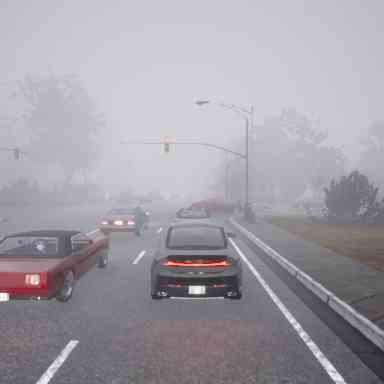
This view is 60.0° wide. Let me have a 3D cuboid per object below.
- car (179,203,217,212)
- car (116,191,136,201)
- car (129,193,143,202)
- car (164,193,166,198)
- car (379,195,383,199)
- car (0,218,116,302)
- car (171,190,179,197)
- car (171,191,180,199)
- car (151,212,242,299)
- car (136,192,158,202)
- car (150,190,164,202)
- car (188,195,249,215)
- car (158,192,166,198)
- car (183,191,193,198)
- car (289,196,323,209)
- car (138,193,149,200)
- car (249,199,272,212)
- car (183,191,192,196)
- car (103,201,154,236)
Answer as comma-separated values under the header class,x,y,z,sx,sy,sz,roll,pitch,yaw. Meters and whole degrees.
class,x,y,z,sx,sy,sz,roll,pitch,yaw
car,0.081,1.497,17.634,1.895,1.301,4.718,0,0,0
car,-10.688,0.821,53.803,2.150,2.045,5.566,0,0,0
car,-10.672,0.987,63.690,1.882,1.535,5.008,0,1,0
car,-7.232,0.876,73.649,1.882,1.535,5.008,0,1,-1
car,23.753,0.943,38.952,5.566,2.045,2.150,0,0,-4
car,-3.412,1.570,8.142,1.895,1.301,4.718,0,0,0
car,-4.906,0.451,94.756,2.097,1.767,4.553,0,1,-7
car,-3.855,0.693,78.262,2.097,1.767,4.553,0,1,-2
car,0.088,1.473,8.321,1.837,1.490,4.892,0,0,0
car,-7.189,1.151,53.283,2.033,1.411,5.357,0,0,0
car,-7.162,0.733,63.458,2.150,2.045,5.566,0,1,-1
car,2.329,1.268,30.490,5.008,1.535,1.882,0,0,-3
car,-7.597,0.780,83.918,1.812,1.442,4.674,0,1,-3
car,-0.666,0.783,85.241,1.994,1.385,4.181,0,1,-4
car,13.669,1.218,38.364,4.902,1.511,2.128,0,0,-3
car,-10.737,0.991,73.776,1.895,1.301,4.718,0,1,-1
car,5.726,1.361,34.195,4.718,1.301,1.895,0,0,-3
car,-1.418,0.464,95.118,2.033,1.411,5.357,0,1,-7
car,-3.445,1.442,17.731,2.033,1.411,5.357,0,0,-1
